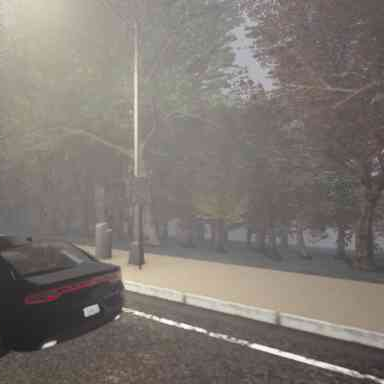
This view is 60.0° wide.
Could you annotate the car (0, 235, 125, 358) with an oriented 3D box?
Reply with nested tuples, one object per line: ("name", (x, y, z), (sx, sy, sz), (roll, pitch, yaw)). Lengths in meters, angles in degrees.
("car", (-3.431, 1.543, 6.129), (5.008, 1.535, 1.882), (-1, 0, 35))
